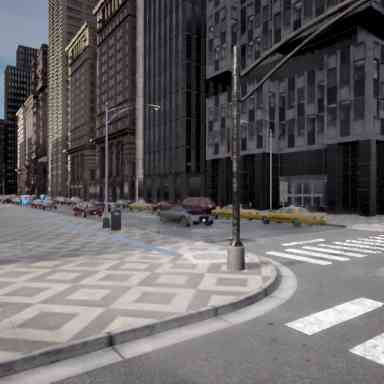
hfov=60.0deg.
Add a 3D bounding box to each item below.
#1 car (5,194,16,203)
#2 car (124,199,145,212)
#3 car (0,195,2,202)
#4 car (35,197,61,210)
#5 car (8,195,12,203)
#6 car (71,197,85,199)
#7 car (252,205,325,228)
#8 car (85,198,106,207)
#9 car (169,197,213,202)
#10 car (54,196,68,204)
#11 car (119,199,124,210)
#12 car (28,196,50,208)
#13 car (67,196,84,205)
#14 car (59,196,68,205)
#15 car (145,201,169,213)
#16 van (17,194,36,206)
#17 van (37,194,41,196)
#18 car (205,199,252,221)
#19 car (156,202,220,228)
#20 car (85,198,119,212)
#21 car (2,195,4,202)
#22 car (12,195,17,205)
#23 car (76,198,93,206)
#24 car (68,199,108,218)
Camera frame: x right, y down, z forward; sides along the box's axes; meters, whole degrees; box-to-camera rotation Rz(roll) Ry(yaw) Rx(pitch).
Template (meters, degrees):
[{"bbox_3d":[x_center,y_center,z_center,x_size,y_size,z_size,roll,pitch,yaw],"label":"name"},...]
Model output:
[{"bbox_3d":[-39.041,1.530,72.603,2.192,1.841,5.009,0,0,-35],"label":"car"},{"bbox_3d":[-6.303,1.640,41.096,1.752,1.417,4.829,0,0,-35],"label":"car"},{"bbox_3d":[-45.512,1.691,81.748,1.967,1.590,4.097,0,0,-35],"label":"car"},{"bbox_3d":[-19.625,1.697,45.164,1.802,1.307,4.206,0,0,-35],"label":"car"},{"bbox_3d":[-35.804,1.780,68.029,1.802,1.307,4.206,0,0,-35],"label":"car"},{"bbox_3d":[-17.516,1.654,52.339,1.837,1.490,4.892,0,0,-35],"label":"car"},{"bbox_3d":[6.641,1.579,22.805,1.752,1.417,4.829,0,0,-35],"label":"car"},{"bbox_3d":[-15.911,1.728,54.675,1.947,1.339,4.313,0,0,-35],"label":"car"},{"bbox_3d":[0.267,1.398,31.812,2.192,1.841,5.009,0,0,-35],"label":"car"},{"bbox_3d":[-28.854,1.669,72.965,1.967,1.590,4.097,0,0,-35],"label":"car"},{"bbox_3d":[-9.440,1.680,45.530,2.008,1.369,4.403,0,0,-35],"label":"car"},{"bbox_3d":[-22.860,1.713,49.737,1.802,1.307,4.206,0,0,-35],"label":"car"},{"bbox_3d":[-22.383,1.635,63.820,1.967,1.590,4.097,0,0,-35],"label":"car"},{"bbox_3d":[-23.534,1.781,60.840,1.895,1.301,4.718,0,0,-36],"label":"car"},{"bbox_3d":[-2.968,1.643,36.384,1.887,1.381,4.507,0,0,-35],"label":"car"},{"bbox_3d":[-29.333,1.505,58.884,1.690,1.788,3.998,0,0,-35],"label":"van"},{"bbox_3d":[-38.562,1.623,86.684,1.690,1.788,3.998,0,0,-35],"label":"van"},{"bbox_3d":[3.405,1.594,27.377,1.752,1.417,4.829,0,0,-35],"label":"car"},{"bbox_3d":[-0.391,1.606,22.598,1.994,1.385,4.181,0,0,-35],"label":"car"},{"bbox_3d":[-9.936,1.652,36.102,1.994,1.385,4.181,0,0,-35],"label":"car"},{"bbox_3d":[-42.276,1.815,77.175,1.802,1.307,4.206,0,0,-35],"label":"car"},{"bbox_3d":[-32.470,1.706,63.318,1.752,1.417,4.829,0,0,-35],"label":"car"},{"bbox_3d":[-19.147,1.760,59.248,1.802,1.307,4.206,0,0,-35],"label":"car"},{"bbox_3d":[-9.917,1.612,31.446,1.887,1.381,4.507,0,0,-35],"label":"car"}]
